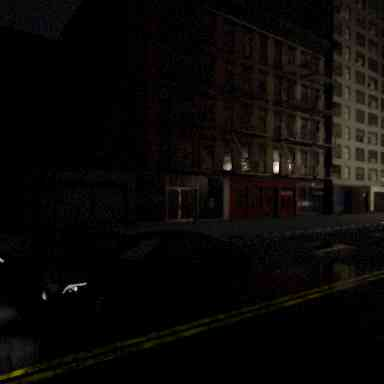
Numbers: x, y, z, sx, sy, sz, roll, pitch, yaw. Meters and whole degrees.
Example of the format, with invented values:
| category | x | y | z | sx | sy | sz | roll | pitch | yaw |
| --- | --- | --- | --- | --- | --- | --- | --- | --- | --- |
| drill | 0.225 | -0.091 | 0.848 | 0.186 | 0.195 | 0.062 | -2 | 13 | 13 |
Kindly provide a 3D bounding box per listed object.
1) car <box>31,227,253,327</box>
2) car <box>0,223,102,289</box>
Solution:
| category | x | y | z | sx | sy | sz | roll | pitch | yaw |
| --- | --- | --- | --- | --- | --- | --- | --- | --- | --- |
| car | -0.692 | 1.563 | 7.195 | 4.674 | 1.442 | 1.812 | 1 | 0 | -36 |
| car | -3.364 | 1.599 | 9.275 | 4.181 | 1.385 | 1.994 | 1 | 0 | -36 |
